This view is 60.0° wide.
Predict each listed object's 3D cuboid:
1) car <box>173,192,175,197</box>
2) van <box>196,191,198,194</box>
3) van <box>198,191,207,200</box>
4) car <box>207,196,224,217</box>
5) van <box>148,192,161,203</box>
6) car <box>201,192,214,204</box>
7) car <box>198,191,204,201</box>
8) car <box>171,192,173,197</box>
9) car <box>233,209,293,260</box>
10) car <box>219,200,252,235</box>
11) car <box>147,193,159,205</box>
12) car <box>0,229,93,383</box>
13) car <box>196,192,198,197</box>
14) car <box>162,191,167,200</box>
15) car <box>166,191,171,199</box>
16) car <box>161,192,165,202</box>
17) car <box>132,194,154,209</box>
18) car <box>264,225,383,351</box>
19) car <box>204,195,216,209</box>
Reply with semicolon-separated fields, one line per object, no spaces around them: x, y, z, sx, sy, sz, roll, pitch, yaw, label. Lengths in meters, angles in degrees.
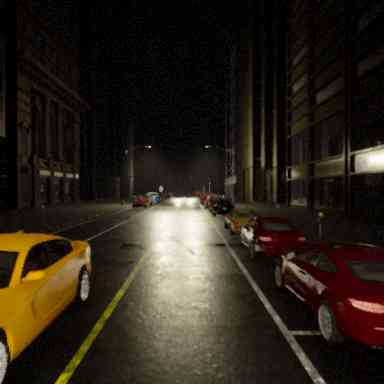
-6.377;0.827;90.195;1.887;1.381;4.507;0;0;0;car
2.302;0.785;67.797;1.690;1.788;3.998;0;0;0;van
2.264;0.742;73.415;1.690;1.788;3.998;0;0;0;van
2.574;1.324;28.470;1.947;1.339;4.313;0;0;0;car
-6.106;0.931;50.867;1.690;1.788;3.998;0;0;0;van
2.496;1.108;39.705;1.967;1.590;4.097;0;0;0;car
2.419;0.893;50.941;2.192;1.841;5.009;0;0;0;car
-6.300;0.683;78.957;2.192;1.841;5.009;0;0;0;car
2.690;1.478;11.614;1.802;1.307;4.206;0;0;0;car
2.650;1.373;17.402;1.752;1.417;4.829;0;0;0;car
-6.067;1.200;45.251;1.947;1.339;4.313;0;0;0;car
-3.028;1.437;5.103;1.882;1.535;5.008;0;0;-1;car
2.342;1.039;62.180;2.008;1.369;4.403;0;0;0;car
-6.183;1.066;62.105;1.947;1.339;4.313;0;0;0;car
-6.261;0.994;73.341;1.802;1.307;4.206;0;0;0;car
-6.144;1.089;56.486;1.887;1.381;4.507;0;0;0;car
-6.028;1.262;39.633;1.802;1.307;4.206;0;0;0;car
2.729;1.526;5.996;1.802;1.307;4.206;0;0;0;car
2.535;1.258;34.088;1.887;1.381;4.507;0;0;0;car
